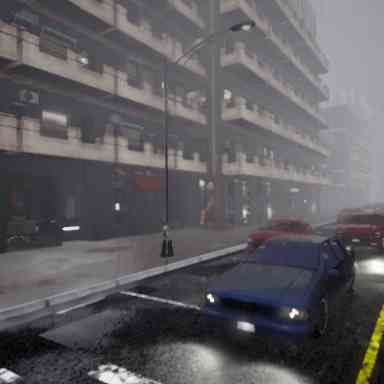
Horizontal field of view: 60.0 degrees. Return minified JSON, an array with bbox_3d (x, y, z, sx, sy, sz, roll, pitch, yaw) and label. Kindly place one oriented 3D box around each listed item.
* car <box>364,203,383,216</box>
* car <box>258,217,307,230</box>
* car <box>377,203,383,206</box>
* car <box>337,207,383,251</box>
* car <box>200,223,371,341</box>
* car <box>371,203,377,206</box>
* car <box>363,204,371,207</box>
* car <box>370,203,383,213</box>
[{"bbox_3d":[22.633,2.082,41.148,1.752,1.417,4.829,-1,-1,35],"label":"car"},{"bbox_3d":[3.881,1.794,14.034,1.887,1.381,4.507,-1,-1,35],"label":"car"},{"bbox_3d":[19.611,1.897,32.154,2.128,1.511,4.902,-2,-2,35],"label":"car"},{"bbox_3d":[7.994,1.694,15.438,1.882,1.535,5.008,-2,-1,34],"label":"car"},{"bbox_3d":[2.320,1.675,7.235,2.033,1.411,5.357,-2,-1,35],"label":"car"},{"bbox_3d":[19.492,2.029,36.605,1.752,1.417,4.829,-1,-1,35],"label":"car"},{"bbox_3d":[13.305,1.946,27.660,1.887,1.381,4.507,-1,-1,35],"label":"car"},{"bbox_3d":[25.871,2.178,45.828,1.947,1.339,4.313,-1,-1,35],"label":"car"}]
